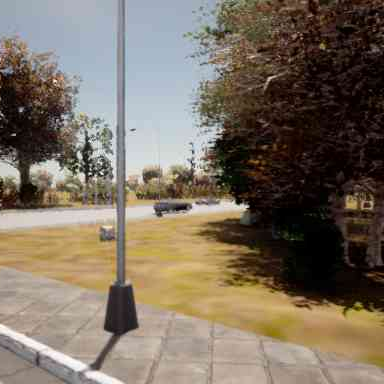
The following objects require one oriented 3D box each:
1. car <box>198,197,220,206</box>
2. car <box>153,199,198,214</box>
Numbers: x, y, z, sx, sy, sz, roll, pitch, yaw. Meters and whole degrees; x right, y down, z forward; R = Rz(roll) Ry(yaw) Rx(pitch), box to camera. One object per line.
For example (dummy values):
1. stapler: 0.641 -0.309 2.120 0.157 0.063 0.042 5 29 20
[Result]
1. car: 2.403 1.464 52.305 1.895 1.301 4.718 0 0 36
2. car: -1.949 1.441 34.854 2.128 1.511 4.902 0 0 38
